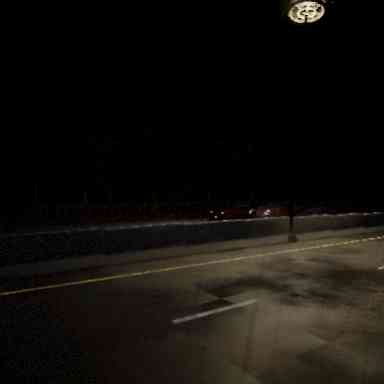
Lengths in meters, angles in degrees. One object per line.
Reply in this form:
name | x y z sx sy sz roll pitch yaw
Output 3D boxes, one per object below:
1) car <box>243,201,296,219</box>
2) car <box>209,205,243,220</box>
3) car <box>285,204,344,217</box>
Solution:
car | 6.516 1.492 25.829 4.553 1.767 2.097 1 0 -35
car | 3.745 1.733 28.155 4.718 1.301 1.895 0 0 -35
car | 8.854 1.706 23.197 4.181 1.385 1.994 0 0 -35
